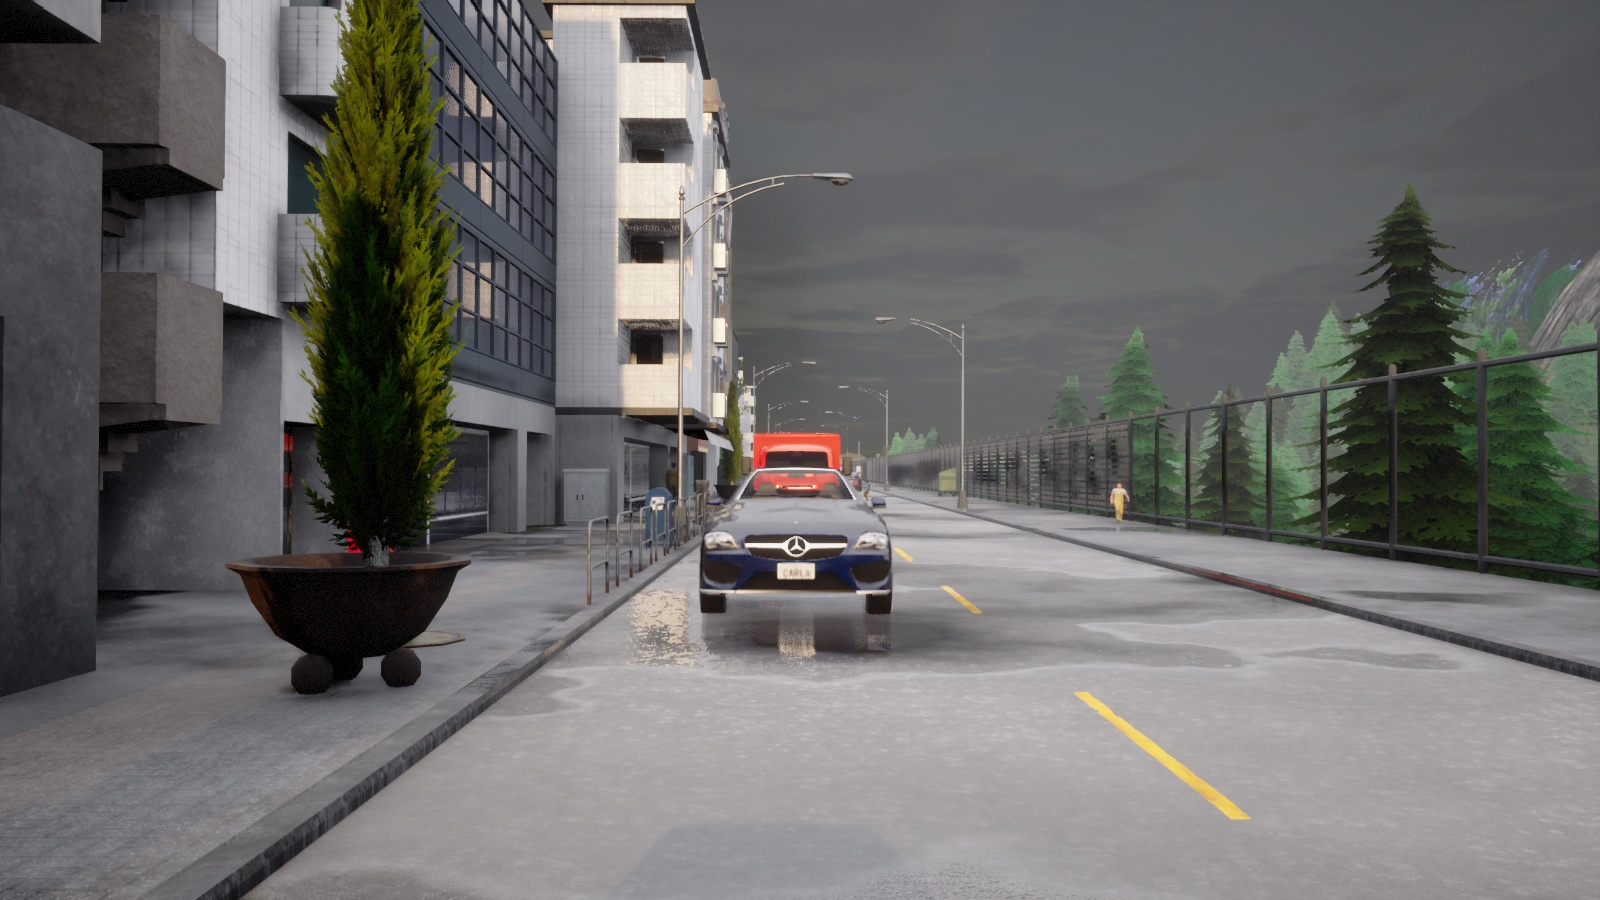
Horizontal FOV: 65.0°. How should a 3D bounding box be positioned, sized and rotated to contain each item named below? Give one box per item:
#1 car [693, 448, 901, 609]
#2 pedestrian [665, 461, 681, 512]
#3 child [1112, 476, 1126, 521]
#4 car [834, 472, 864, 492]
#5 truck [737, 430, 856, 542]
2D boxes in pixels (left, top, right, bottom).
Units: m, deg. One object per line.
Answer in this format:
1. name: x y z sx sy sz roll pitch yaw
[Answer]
1. car: -0.039 0.853 15.514 2.152 1.651 5.027 0 -1 0
2. pedestrian: -4.567 1.302 45.303 0.370 1.835 0.726 0 -1 11
3. child: 9.085 1.367 35.760 0.270 1.263 0.437 0 -1 2
4. car: 3.760 2.427 97.153 2.163 1.488 4.792 0 -1 0
5. truck: -0.077 0.838 30.430 2.627 2.467 5.204 0 -1 0
